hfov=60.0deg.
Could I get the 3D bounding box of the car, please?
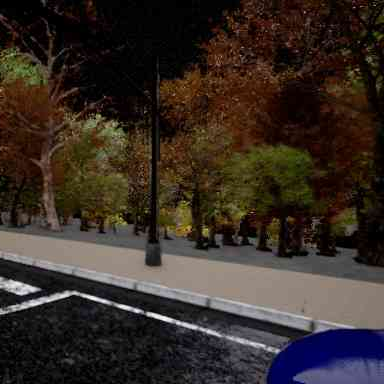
[{"bbox_3d":[2.694,1.524,1.764,4.674,1.442,1.812,0,0,35],"label":"car"}]
